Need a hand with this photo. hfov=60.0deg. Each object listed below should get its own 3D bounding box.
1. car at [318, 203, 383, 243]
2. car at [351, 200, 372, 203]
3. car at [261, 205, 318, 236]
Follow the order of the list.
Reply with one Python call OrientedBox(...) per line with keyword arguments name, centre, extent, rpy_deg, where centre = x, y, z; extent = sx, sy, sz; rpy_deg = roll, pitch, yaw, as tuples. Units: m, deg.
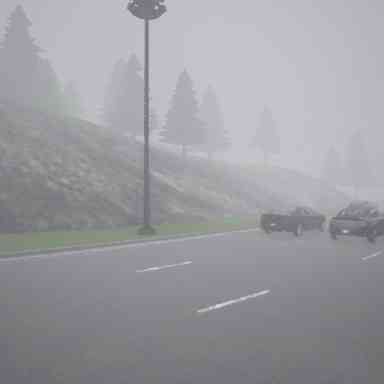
OrientedBox(name="car", centre=(8.315, 1.494, 16.174), extent=(2.128, 1.511, 4.902), rpy_deg=(0, 0, 43))
OrientedBox(name="car", centre=(15.487, 1.515, 30.179), extent=(1.837, 1.490, 4.892), rpy_deg=(0, 0, 39))
OrientedBox(name="car", centre=(5.771, 1.483, 18.577), extent=(1.882, 1.535, 5.008), rpy_deg=(0, 0, 43))
